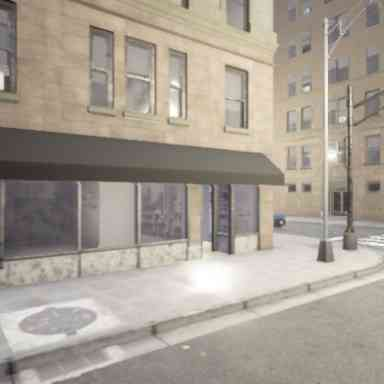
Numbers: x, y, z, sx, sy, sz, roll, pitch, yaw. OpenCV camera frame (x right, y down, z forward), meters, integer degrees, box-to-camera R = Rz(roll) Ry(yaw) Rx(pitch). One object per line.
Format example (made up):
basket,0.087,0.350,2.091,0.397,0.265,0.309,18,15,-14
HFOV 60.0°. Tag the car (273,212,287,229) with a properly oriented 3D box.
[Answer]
car,3.785,1.530,21.534,1.882,1.535,5.008,0,0,-36
